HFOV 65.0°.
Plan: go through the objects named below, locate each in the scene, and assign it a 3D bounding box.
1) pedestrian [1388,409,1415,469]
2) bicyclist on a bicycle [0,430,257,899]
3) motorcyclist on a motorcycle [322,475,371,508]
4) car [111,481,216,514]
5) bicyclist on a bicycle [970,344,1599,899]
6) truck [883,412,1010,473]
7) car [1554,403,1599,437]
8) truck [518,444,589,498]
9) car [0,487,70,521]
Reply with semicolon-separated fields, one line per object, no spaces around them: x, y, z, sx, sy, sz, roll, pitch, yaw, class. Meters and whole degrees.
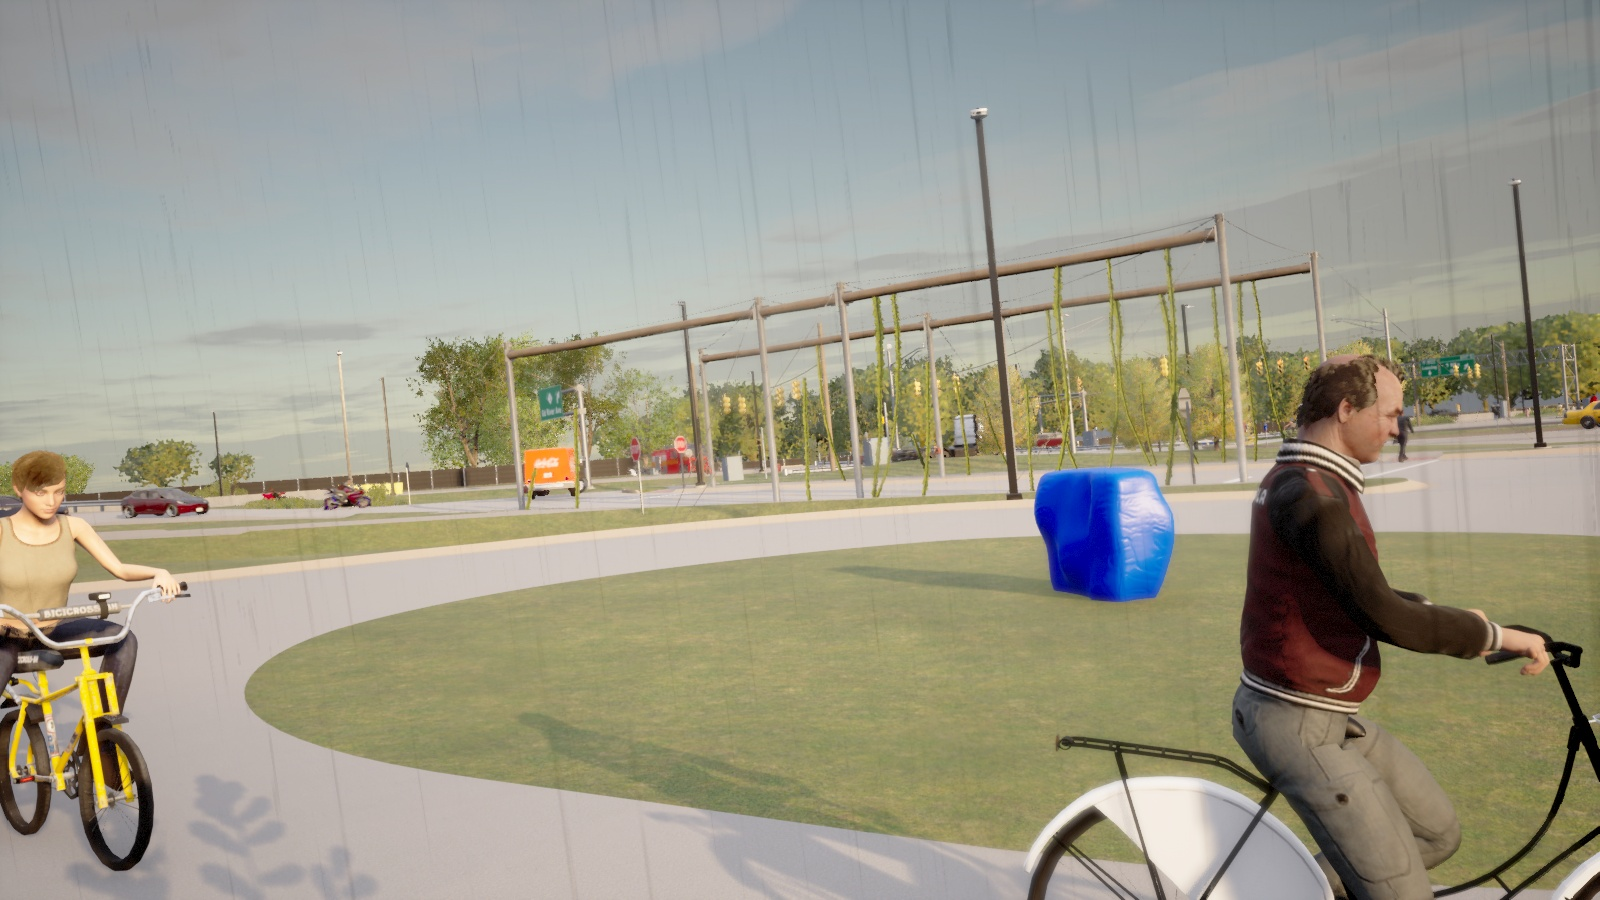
19.957;-0.365;41.629;0.423;1.949;0.788;-5;0;45;pedestrian
-2.998;0.778;5.016;1.509;1.612;0.866;-4;-1;40;bicyclist on a bicycle
-22.747;2.101;63.044;2.191;1.530;0.866;-2;-1;-24;motorcyclist on a motorcycle
-32.657;2.447;64.477;4.792;1.488;2.163;-2;1;23;car
1.363;0.676;2.866;1.843;1.776;0.659;1;1;17;bicyclist on a bicycle
9.546;-0.526;81.583;7.936;3.462;2.891;-3;-1;-33;truck
41.511;-1.646;63.594;1.801;1.575;5.366;-4;0;-35;car
-12.583;1.063;64.432;2.627;2.467;5.204;-4;0;-2;truck
-35.494;2.460;55.686;5.357;1.411;2.033;-1;-2;-31;car
